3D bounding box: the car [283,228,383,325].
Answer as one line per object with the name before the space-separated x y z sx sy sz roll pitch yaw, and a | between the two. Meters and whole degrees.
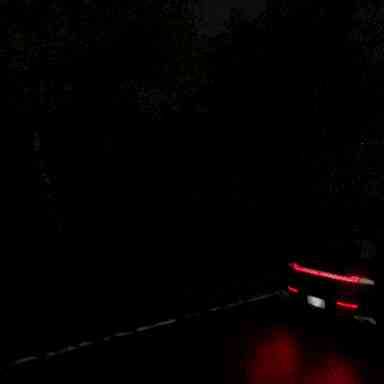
car | 3.883 1.471 6.521 4.902 1.511 2.128 0 0 -35
